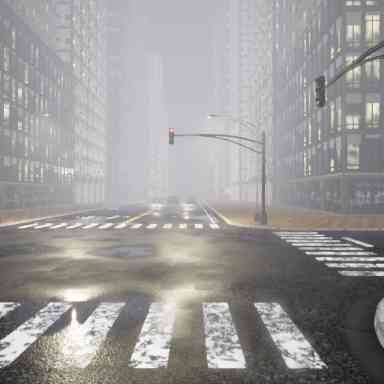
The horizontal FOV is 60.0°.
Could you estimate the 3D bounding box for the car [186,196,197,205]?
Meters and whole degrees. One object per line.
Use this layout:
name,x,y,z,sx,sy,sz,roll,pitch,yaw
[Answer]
car,-0.046,1.703,60.537,1.895,1.301,4.718,0,0,0

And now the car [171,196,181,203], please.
car,-3.304,1.566,70.121,1.895,1.301,4.718,0,0,0

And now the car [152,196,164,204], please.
car,-6.550,1.608,64.255,2.128,1.511,4.902,0,0,0

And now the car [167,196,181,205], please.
car,-3.296,1.453,60.060,2.097,1.767,4.553,0,0,0

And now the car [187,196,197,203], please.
car,-0.054,1.541,70.510,1.994,1.385,4.181,0,0,0
